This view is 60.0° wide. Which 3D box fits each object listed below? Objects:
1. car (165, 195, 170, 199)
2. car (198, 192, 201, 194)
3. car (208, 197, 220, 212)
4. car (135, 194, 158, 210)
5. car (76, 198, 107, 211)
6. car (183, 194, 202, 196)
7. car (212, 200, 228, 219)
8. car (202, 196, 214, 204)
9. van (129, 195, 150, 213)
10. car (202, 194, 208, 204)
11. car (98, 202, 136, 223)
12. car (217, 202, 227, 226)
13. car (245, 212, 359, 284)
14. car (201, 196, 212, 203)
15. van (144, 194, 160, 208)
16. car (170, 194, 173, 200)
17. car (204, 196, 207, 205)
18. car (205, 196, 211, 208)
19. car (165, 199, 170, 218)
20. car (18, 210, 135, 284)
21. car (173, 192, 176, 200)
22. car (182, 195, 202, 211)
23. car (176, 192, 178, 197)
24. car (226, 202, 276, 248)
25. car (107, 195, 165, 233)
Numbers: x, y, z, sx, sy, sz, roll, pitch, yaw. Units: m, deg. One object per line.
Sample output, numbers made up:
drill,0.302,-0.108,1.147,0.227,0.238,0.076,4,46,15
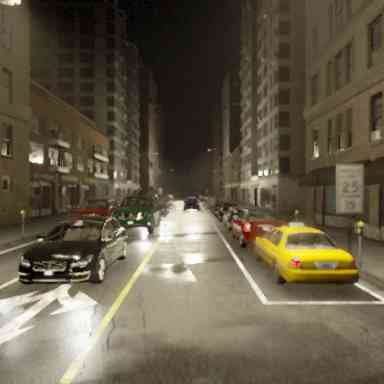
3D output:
car,-5.728,1.404,64.283,1.752,1.417,4.829,0,0,0
car,2.792,1.300,69.986,1.967,1.590,4.097,0,0,0
car,2.828,1.498,31.306,1.887,1.381,4.507,0,0,0
car,-5.708,1.249,42.349,2.192,1.841,5.009,0,0,0
car,-5.688,1.294,20.245,2.192,1.841,5.009,0,0,0
car,-0.041,1.407,49.151,2.128,1.511,4.902,0,0,0
car,2.833,1.530,25.779,1.947,1.339,4.313,0,0,0
car,2.802,1.439,58.935,2.008,1.369,4.403,0,0,0
van,-5.703,1.287,36.823,1.690,1.788,3.998,0,0,0
car,2.808,1.453,53.409,2.008,1.369,4.403,0,0,0
car,-5.693,1.520,25.772,2.008,1.369,4.403,0,0,0
car,2.838,1.525,20.253,2.008,1.369,4.403,0,0,0
car,2.848,1.519,9.371,1.752,1.417,4.829,0,0,0
car,2.797,1.456,64.460,1.802,1.307,4.206,0,0,0
van,-5.710,1.262,47.874,1.690,1.788,3.998,0,0,0
car,-5.734,1.304,69.978,1.967,1.590,4.097,0,0,0
car,2.818,1.511,42.357,1.802,1.307,4.206,0,0,0
car,2.823,1.492,36.831,2.008,1.369,4.403,0,0,0
car,-3.106,1.560,30.008,1.895,1.301,4.718,0,0,0
car,-3.099,1.501,9.622,1.837,1.490,4.892,0,0,0
car,-5.749,1.351,86.386,1.752,1.417,4.829,0,0,0
car,-0.037,1.465,38.733,1.812,1.442,4.674,0,0,0
car,-5.754,1.364,92.081,2.008,1.369,4.403,0,0,0
car,2.843,1.425,14.727,1.967,1.590,4.097,0,0,0
car,-3.103,1.200,19.709,2.150,2.045,5.566,0,0,0
